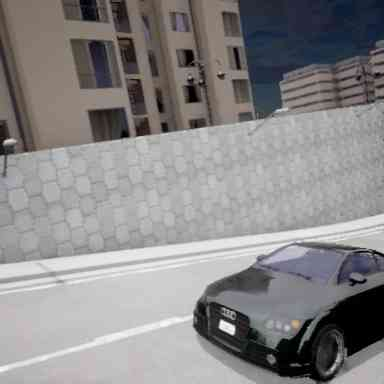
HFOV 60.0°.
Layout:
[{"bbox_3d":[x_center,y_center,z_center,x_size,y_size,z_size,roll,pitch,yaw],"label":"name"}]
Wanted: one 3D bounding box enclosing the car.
[{"bbox_3d":[2.079,1.558,5.468,4.181,1.385,1.994,0,0,-35],"label":"car"}]
